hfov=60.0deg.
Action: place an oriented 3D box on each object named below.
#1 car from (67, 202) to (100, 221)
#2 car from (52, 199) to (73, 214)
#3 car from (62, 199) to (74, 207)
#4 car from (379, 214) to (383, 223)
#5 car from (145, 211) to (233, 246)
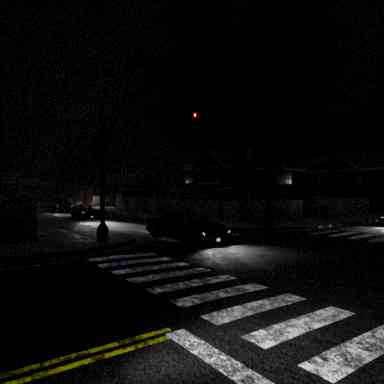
[{"bbox_3d":[-9.707,1.832,30.284,1.895,1.301,4.718,0,0,-32],"label":"car"},{"bbox_3d":[-15.880,1.666,40.828,2.097,1.767,4.553,0,0,-28],"label":"car"},{"bbox_3d":[-23.734,2.004,63.590,1.812,1.442,4.674,0,0,-23],"label":"car"},{"bbox_3d":[14.552,1.512,22.055,5.357,1.411,2.033,0,0,-36],"label":"car"},{"bbox_3d":[-0.402,1.662,16.322,2.033,1.411,5.357,0,0,-35],"label":"car"}]
